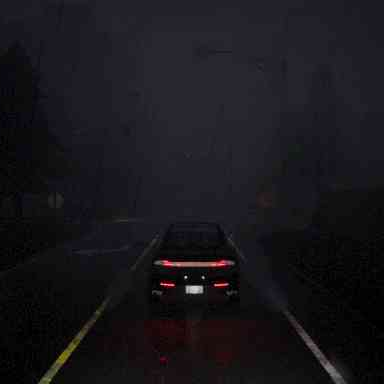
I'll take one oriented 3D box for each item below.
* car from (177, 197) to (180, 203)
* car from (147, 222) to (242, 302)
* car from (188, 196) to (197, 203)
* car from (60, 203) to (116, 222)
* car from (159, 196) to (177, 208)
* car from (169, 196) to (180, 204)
[{"bbox_3d":[-3.513,1.478,56.130,1.882,1.535,5.008,0,0,0],"label":"car"},{"bbox_3d":[0.065,1.492,8.242,2.128,1.511,4.902,0,0,1],"label":"car"},{"bbox_3d":[0.091,1.491,69.472,2.128,1.511,4.902,0,0,0],"label":"car"},{"bbox_3d":[-8.076,1.576,26.112,4.181,1.385,1.994,0,0,-7],"label":"car"},{"bbox_3d":[-3.524,1.526,46.841,1.812,1.442,4.674,0,0,0],"label":"car"},{"bbox_3d":[-3.445,1.564,66.101,1.994,1.385,4.181,0,0,1],"label":"car"}]
